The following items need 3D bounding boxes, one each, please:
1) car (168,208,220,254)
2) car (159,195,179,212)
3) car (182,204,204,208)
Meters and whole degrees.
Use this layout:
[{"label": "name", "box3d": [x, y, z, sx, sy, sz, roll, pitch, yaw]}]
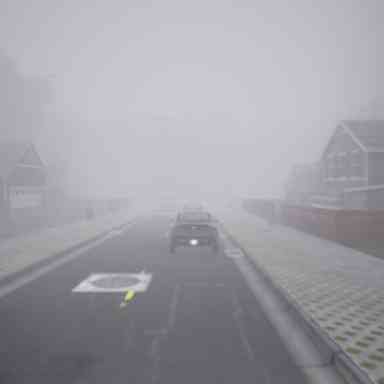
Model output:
[{"label": "car", "box3d": [0.079, 1.547, 13.803, 1.837, 1.490, 4.892, 0, -2, 0]}, {"label": "car", "box3d": [-2.833, 1.351, 42.179, 2.150, 2.045, 5.566, 0, 0, 0]}, {"label": "car", "box3d": [0.083, 1.696, 29.172, 1.895, 1.301, 4.718, 0, 0, 0]}]
